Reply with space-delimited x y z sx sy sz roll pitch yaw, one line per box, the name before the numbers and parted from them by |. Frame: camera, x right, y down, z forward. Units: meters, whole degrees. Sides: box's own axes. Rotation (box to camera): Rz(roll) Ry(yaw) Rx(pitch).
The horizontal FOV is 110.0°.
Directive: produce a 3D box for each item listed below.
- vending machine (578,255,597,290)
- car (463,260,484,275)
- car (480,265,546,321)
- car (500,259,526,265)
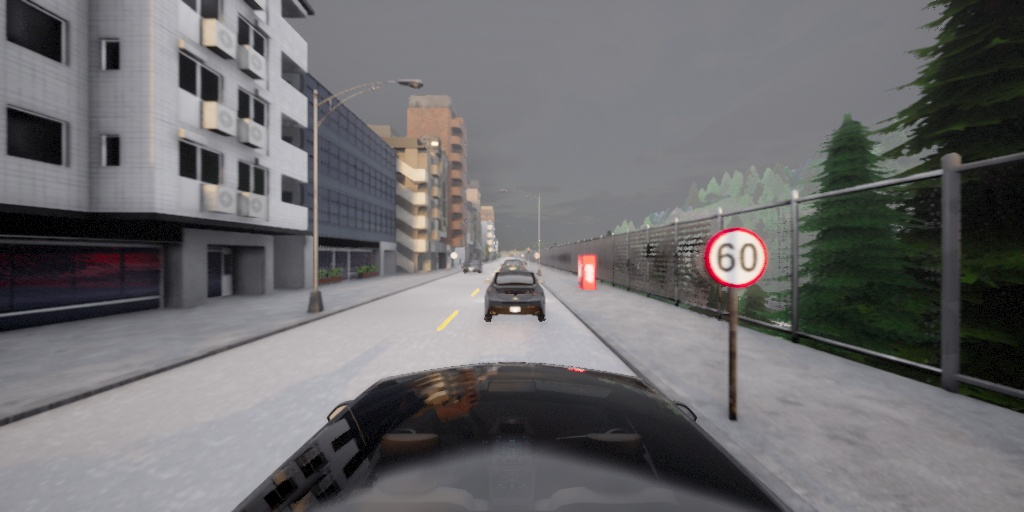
vending machine | 4.280 0.904 20.342 1.100 2.100 0.880 0 0 0
car | -4.133 1.163 38.760 2.128 1.511 4.902 0 0 0
car | 0.089 1.232 12.390 1.837 1.490 4.892 0 0 0
car | 0.069 1.041 30.152 2.097 1.767 4.553 0 0 0
